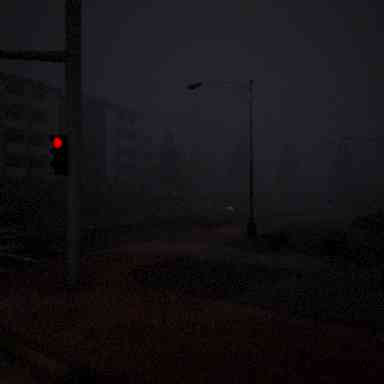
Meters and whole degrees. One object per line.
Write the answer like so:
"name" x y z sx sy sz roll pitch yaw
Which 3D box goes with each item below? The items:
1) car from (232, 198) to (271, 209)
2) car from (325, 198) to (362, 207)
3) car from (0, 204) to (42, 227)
"car" 8.563 1.593 47.553 5.357 1.411 2.033 1 3 -10
"car" 23.183 1.586 50.850 5.357 1.411 2.033 0 0 -13
"car" -13.054 1.619 23.998 1.812 1.442 4.674 0 0 21
